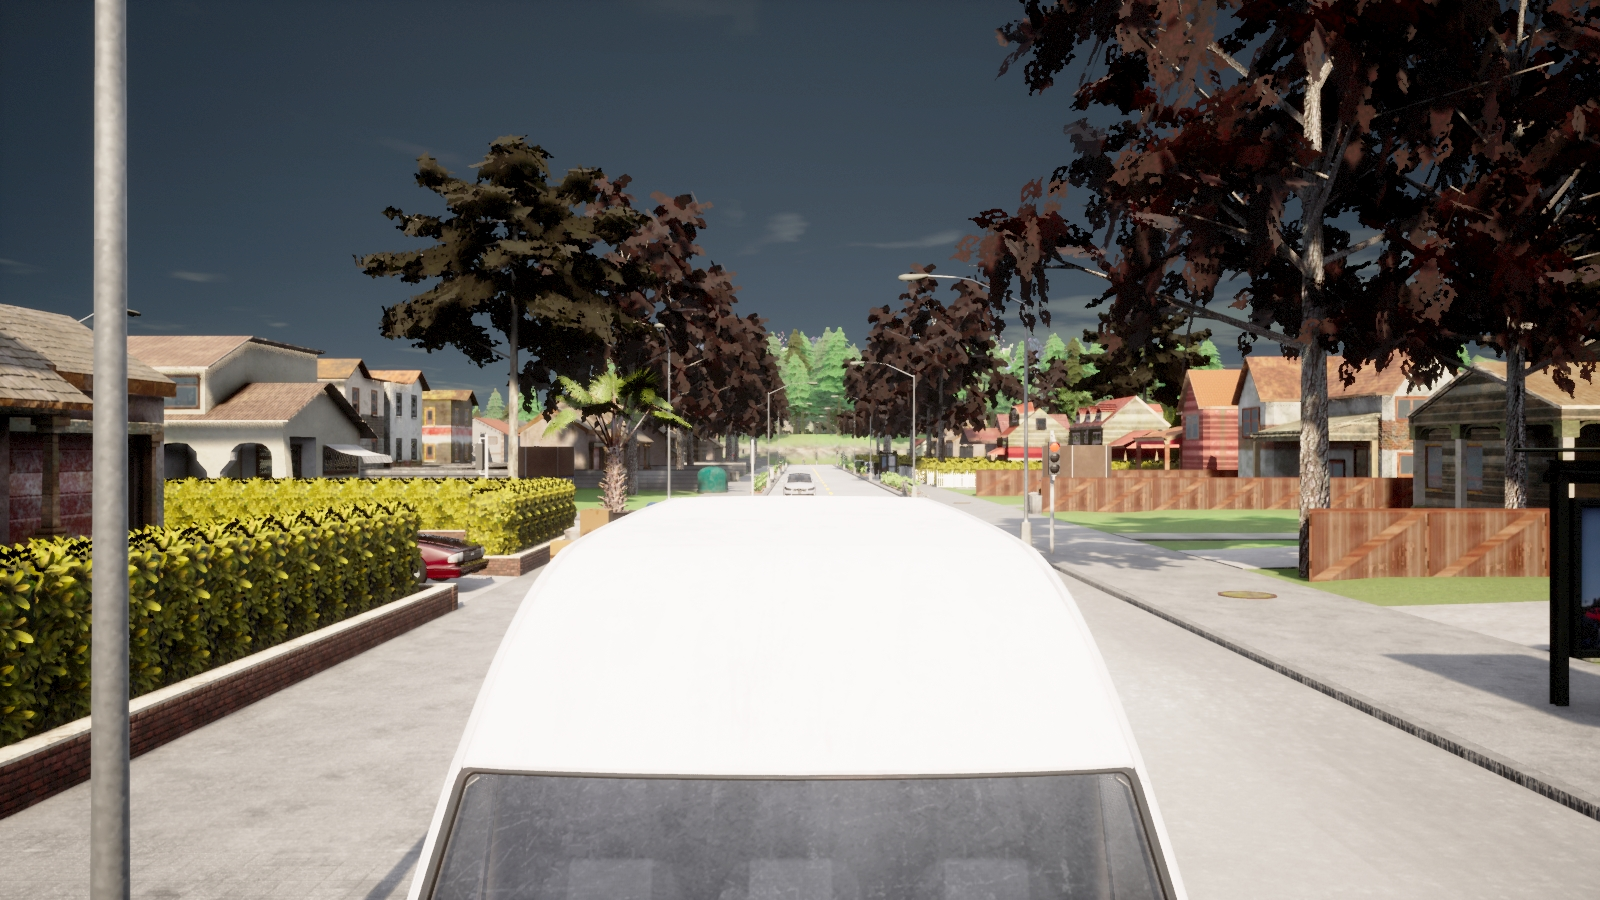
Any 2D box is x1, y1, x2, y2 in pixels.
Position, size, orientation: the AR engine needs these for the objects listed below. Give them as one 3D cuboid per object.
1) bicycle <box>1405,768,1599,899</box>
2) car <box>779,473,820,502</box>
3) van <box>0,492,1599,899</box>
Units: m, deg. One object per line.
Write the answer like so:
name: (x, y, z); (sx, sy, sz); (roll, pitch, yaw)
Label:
bicycle: (2.687, 2.062, 3.843); (0.329, 1.471, 1.835); (0, 0, 0)
car: (-0.024, 2.087, 64.511); (2.231, 1.480, 4.892); (0, 0, 0)
van: (0.002, 1.537, 4.030); (1.988, 2.561, 5.915); (0, 0, 0)
